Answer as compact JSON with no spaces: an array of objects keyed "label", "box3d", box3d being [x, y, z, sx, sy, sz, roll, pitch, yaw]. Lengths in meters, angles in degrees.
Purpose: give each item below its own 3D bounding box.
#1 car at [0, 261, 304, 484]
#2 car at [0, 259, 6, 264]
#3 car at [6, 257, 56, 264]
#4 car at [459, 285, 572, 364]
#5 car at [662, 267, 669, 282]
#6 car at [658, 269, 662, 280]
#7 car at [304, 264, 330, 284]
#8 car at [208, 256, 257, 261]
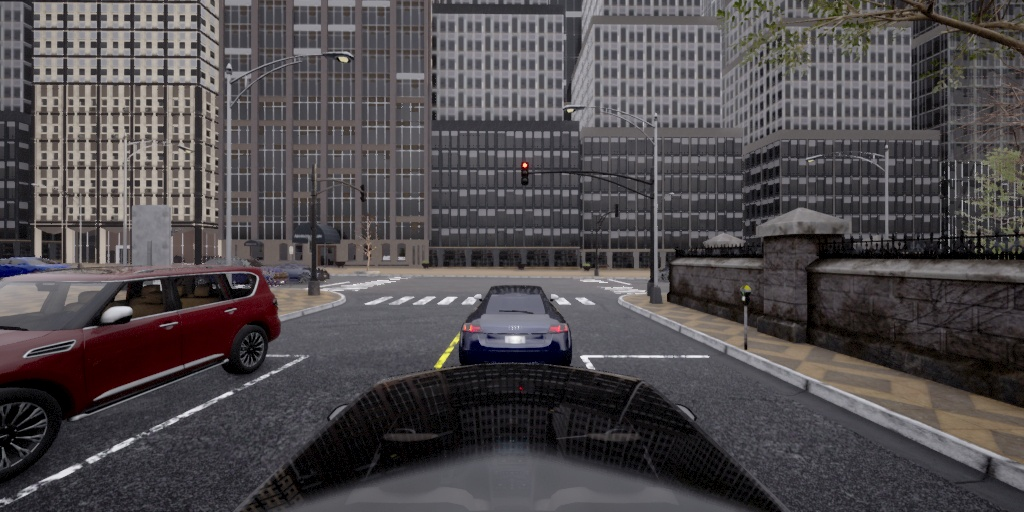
[{"label":"car","box3d":[-5.364,1.065,4.749,2.192,1.841,5.009,0,0,0]},{"label":"car","box3d":[-33.450,0.819,20.860,5.008,1.535,1.882,1,0,-1]},{"label":"car","box3d":[-32.396,0.840,24.130,5.008,1.535,1.882,1,0,-1]},{"label":"car","box3d":[0.088,1.314,7.767,1.994,1.385,4.181,0,0,1]},{"label":"car","box3d":[14.510,1.510,28.119,4.181,1.385,1.994,1,0,-1]},{"label":"car","box3d":[14.327,1.515,31.368,4.181,1.385,1.994,1,0,-1]},{"label":"car","box3d":[-14.688,1.144,24.326,4.181,1.385,1.994,1,0,-1]},{"label":"car","box3d":[-15.692,0.913,21.022,4.553,1.767,2.097,1,0,1]}]
